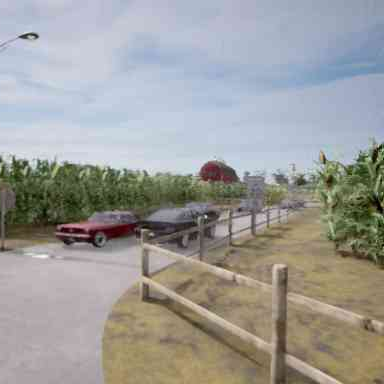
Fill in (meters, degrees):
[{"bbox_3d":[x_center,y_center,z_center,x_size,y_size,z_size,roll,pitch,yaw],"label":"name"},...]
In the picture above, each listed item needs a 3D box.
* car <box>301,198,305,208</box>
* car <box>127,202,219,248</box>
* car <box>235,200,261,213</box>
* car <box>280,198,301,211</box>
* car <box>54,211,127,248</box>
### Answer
[{"bbox_3d":[16.478,1.646,52.091,2.128,1.511,4.902,0,0,24],"label":"car"},{"bbox_3d":[-0.524,1.440,14.742,1.882,1.535,5.008,0,0,24],"label":"car"},{"bbox_3d":[6.373,1.601,36.743,2.033,1.411,5.357,0,0,25],"label":"car"},{"bbox_3d":[12.441,1.654,43.097,2.033,1.411,5.357,0,0,25],"label":"car"},{"bbox_3d":[-3.690,1.544,14.755,1.895,1.301,4.718,0,0,26],"label":"car"}]
